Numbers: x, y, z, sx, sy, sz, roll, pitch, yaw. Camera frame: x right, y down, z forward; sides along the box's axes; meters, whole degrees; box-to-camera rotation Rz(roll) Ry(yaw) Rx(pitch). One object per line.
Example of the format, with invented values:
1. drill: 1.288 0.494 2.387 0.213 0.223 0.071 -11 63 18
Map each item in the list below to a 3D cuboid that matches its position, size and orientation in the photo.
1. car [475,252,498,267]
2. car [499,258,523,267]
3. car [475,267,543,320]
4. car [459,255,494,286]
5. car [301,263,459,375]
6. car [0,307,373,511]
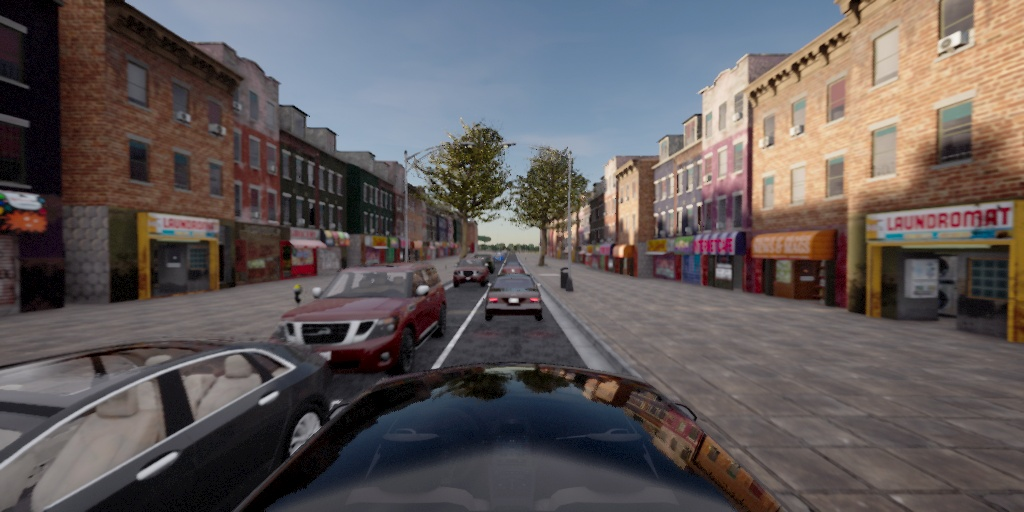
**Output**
1. car: -2.986 0.764 38.134 2.150 2.045 5.566 0 1 0
2. car: 0.083 1.175 32.915 1.994 1.385 4.181 0 1 0
3. car: 0.068 1.311 12.766 2.033 1.411 5.357 0 0 0
4. car: -2.642 1.020 24.142 2.192 1.841 5.009 0 0 0
5. car: -2.640 1.082 7.498 2.192 1.841 5.009 0 0 0
6. car: -2.640 1.302 1.944 2.007 1.370 4.403 0 0 0
